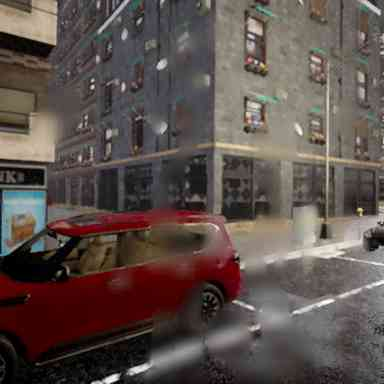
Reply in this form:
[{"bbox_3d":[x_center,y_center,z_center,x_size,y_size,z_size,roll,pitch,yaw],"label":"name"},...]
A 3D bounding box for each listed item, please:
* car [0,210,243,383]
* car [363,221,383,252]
[{"bbox_3d":[-1.441,1.291,5.037,5.009,1.841,2.192,-1,2,-36],"label":"car"},{"bbox_3d":[7.766,1.375,11.644,4.313,1.339,1.947,-1,2,-36],"label":"car"}]
